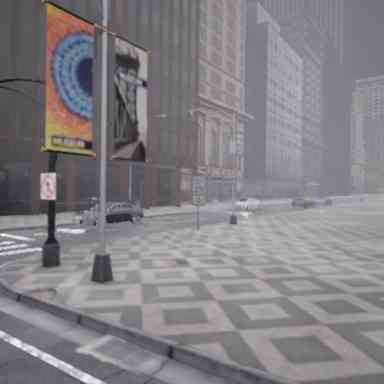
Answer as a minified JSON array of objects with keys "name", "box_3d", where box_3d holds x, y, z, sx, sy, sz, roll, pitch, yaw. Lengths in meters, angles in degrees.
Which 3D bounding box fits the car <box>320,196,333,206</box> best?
[{"name":"car","box_3d":[20.431,1.335,51.868,2.033,1.411,5.357,1,1,35]}]

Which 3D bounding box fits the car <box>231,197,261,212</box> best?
[{"name":"car","box_3d":[6.116,1.346,36.988,1.812,1.442,4.674,1,1,35]}]

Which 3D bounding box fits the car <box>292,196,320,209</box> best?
[{"name":"car","box_3d":[14.551,1.324,43.466,2.128,1.511,4.902,1,1,36]}]

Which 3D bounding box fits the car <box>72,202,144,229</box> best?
[{"name":"car","box_3d":[-5.157,1.387,21.075,2.128,1.511,4.902,1,1,35]}]
